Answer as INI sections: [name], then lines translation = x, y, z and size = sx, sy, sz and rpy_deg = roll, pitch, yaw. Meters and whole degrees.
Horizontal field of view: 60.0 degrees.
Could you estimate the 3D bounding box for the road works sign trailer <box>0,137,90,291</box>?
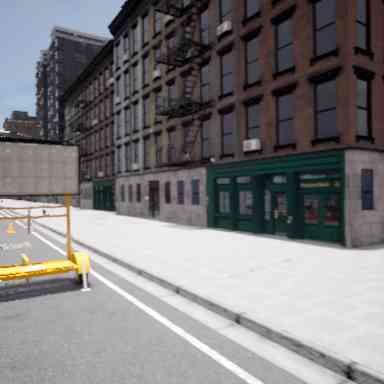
[road works sign trailer]
translation = -4.052, 0.500, 8.263
size = 2.380, 3.560, 2.880
rpy_deg = -1, 0, -33
